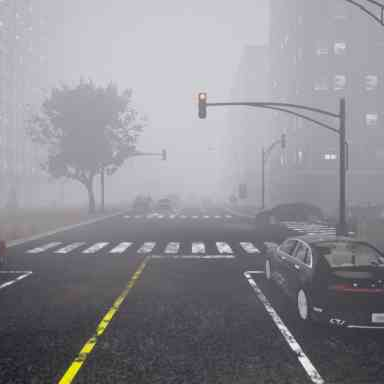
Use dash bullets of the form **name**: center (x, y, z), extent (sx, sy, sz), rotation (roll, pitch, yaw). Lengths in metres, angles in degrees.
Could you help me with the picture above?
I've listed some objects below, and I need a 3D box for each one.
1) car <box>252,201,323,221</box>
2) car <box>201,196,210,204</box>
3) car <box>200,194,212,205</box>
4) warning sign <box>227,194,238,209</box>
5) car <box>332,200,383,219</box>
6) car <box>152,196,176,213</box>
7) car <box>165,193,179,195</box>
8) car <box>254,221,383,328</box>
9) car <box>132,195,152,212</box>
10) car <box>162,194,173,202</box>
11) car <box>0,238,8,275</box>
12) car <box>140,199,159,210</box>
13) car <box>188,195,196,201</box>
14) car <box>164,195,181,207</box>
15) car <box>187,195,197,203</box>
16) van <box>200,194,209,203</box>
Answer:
- **car**: center (6.553, 1.434, 23.017), extent (4.892, 1.490, 1.837), rotation (-2, 0, -9)
- **car**: center (2.676, 1.578, 67.074), extent (1.752, 1.417, 4.829), rotation (0, 0, 0)
- **car**: center (2.677, 1.610, 61.381), extent (1.947, 1.339, 4.313), rotation (0, 0, 0)
- **warning sign**: center (5.061, 1.138, 41.416), extent (1.300, 1.860, 1.060), rotation (0, 0, 0)
- **car**: center (13.421, 1.350, 26.310), extent (4.403, 1.369, 2.008), rotation (-1, 1, -1)
- **car**: center (-3.106, 1.525, 37.933), extent (1.837, 1.490, 4.892), rotation (0, 0, 0)
- **car**: center (-3.097, 1.261, 58.715), extent (2.150, 2.045, 5.566), rotation (0, 0, -1)
- **car**: center (2.688, 1.551, 6.902), extent (2.008, 1.369, 4.403), rotation (0, 0, 0)
- **car**: center (-5.700, 1.336, 39.288), extent (2.192, 1.841, 5.009), rotation (0, 0, 0)
- **car**: center (-5.708, 1.386, 77.948), extent (2.192, 1.841, 5.009), rotation (0, 0, 0)
- **car**: center (-5.692, 1.545, 6.900), extent (1.887, 1.381, 4.507), rotation (0, 0, 0)
- **car**: center (-5.701, 1.592, 44.811), extent (1.947, 1.339, 4.313), rotation (0, 0, 0)
- **car**: center (-0.015, 1.447, 79.033), extent (1.812, 1.442, 4.674), rotation (0, 0, 0)
- **car**: center (-3.104, 1.521, 48.140), extent (2.128, 1.511, 4.902), rotation (0, 0, 0)
- **car**: center (-0.015, 1.656, 69.056), extent (1.895, 1.301, 4.718), rotation (0, 0, 0)
- **van**: center (2.674, 1.402, 72.428), extent (1.690, 1.788, 3.998), rotation (0, 0, 0)
